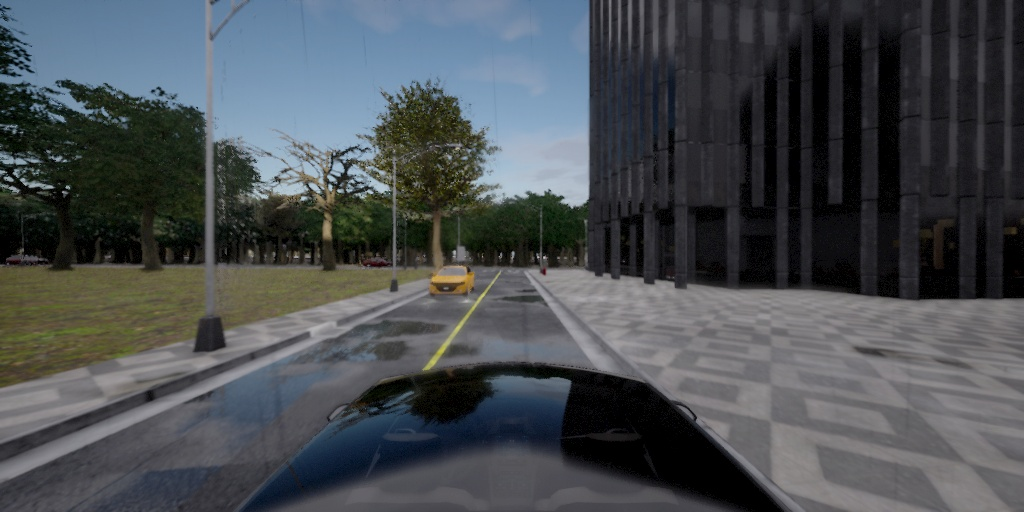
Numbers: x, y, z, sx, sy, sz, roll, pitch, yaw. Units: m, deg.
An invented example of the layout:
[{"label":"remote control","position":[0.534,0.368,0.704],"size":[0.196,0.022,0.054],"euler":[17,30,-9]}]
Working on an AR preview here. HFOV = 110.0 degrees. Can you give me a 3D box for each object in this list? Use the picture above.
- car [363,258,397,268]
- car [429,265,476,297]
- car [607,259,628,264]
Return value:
[{"label":"car","position":[-20.082,1.088,54.660],"size":[5.008,1.535,1.882],"euler":[0,0,0]},{"label":"car","position":[-3.094,1.257,19.355],"size":[1.882,1.535,5.008],"euler":[0,0,0]},{"label":"car","position":[16.736,1.280,54.804],"size":[4.553,1.767,2.097],"euler":[0,0,0]}]
